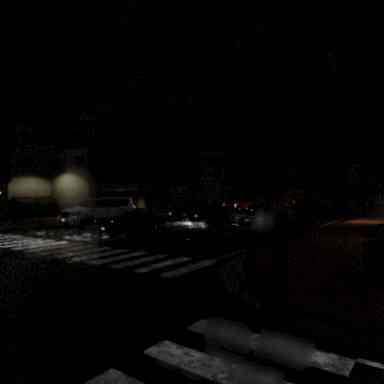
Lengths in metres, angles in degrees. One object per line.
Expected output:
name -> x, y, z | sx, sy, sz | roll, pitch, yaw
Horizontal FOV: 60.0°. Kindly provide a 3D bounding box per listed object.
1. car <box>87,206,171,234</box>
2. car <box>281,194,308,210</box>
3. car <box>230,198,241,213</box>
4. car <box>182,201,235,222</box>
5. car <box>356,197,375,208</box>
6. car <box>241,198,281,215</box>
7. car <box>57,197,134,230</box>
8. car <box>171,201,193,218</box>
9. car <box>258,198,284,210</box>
car -> -3.689, 1.723, 20.295 | 1.895, 1.301, 4.718 | -1, 0, 36
car -> 13.667, 1.306, 44.294 | 2.150, 2.045, 5.566 | -1, 0, 37
car -> 5.290, 1.482, 38.724 | 2.097, 1.767, 4.553 | -1, 0, 36
car -> 1.455, 1.675, 27.431 | 1.994, 1.385, 4.181 | -1, 0, 36
car -> 24.849, 1.510, 47.560 | 1.837, 1.490, 4.892 | -1, 0, 36
car -> 7.464, 1.603, 35.752 | 1.837, 1.490, 4.892 | -1, 0, 36
car -> -6.303, 1.376, 22.691 | 2.150, 2.045, 5.566 | -1, 0, 37
car -> -0.477, 1.634, 30.732 | 2.128, 1.511, 4.902 | -1, 0, 36
car -> 11.170, 1.622, 46.808 | 1.837, 1.490, 4.892 | -1, 0, 36
